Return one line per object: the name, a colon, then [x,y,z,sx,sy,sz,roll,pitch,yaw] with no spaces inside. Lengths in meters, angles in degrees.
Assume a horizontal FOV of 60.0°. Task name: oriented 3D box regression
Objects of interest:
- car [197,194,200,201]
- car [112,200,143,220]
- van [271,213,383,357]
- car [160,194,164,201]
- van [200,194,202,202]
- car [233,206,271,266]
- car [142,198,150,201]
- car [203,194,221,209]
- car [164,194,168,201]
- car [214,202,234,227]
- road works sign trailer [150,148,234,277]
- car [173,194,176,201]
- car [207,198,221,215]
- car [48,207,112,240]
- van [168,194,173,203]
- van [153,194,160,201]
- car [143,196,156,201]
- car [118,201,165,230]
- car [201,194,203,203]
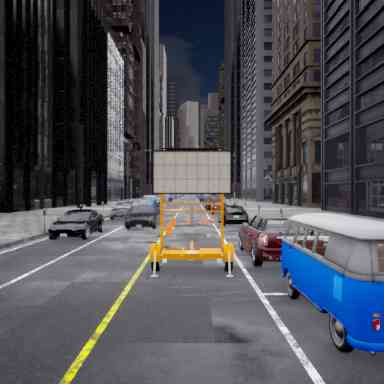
car: [2.783,1.357,73.180,2.192,1.841,5.009,0,0,0]
car: [-5.754,1.558,28.296,2.008,1.369,4.403,0,0,0]
van: [2.765,1.341,5.871,1.690,1.788,3.998,0,0,0]
car: [-5.748,1.463,50.734,1.967,1.590,4.097,0,0,0]
van: [2.780,1.374,61.962,1.690,1.788,3.998,0,0,0]
car: [2.767,1.441,11.480,1.967,1.590,4.097,0,0,0]
car: [-5.753,1.593,33.905,1.802,1.307,4.206,0,0,0]
car: [2.774,1.330,39.525,2.192,1.841,5.009,0,0,0]
car: [-5.747,1.343,56.343,2.192,1.841,5.009,0,0,0]
car: [2.769,1.570,22.697,1.947,1.339,4.313,0,0,0]
road works sign trailer: [0.003,0.465,10.205,2.380,3.560,2.880,0,0,0]
car: [-5.741,1.363,78.781,2.192,1.841,5.009,0,0,0]
car: [2.772,1.593,33.916,1.802,1.307,4.206,0,0,0]
car: [-5.757,1.568,17.077,1.947,1.339,4.313,0,0,0]
van: [-5.743,1.383,73.172,1.690,1.788,3.998,0,0,0]
van: [-5.750,1.360,45.124,1.690,1.788,3.998,0,0,0]
car: [-5.752,1.540,39.345,1.752,1.417,4.829,0,0,0]
car: [-2.994,1.551,21.439,2.033,1.411,5.357,0,0,0]
car: [2.775,1.334,45.134,2.192,1.841,5.009,0,0,0]
